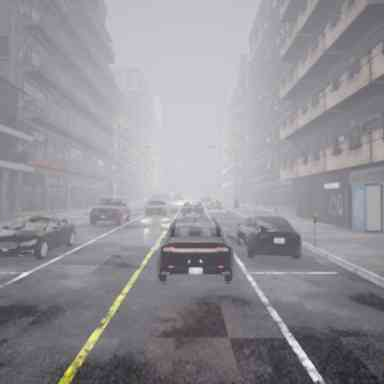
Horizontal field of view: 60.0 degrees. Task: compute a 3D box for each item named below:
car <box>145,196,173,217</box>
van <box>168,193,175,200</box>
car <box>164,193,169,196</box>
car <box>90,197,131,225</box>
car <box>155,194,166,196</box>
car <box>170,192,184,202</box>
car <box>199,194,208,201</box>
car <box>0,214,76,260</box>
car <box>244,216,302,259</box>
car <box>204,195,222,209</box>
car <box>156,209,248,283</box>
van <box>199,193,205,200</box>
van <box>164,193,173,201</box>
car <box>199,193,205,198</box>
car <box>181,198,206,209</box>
[{"bbox_3d":[-3.090,1.414,30.320,1.882,1.535,5.008,0,0,0],"label":"car"},{"bbox_3d":[-5.654,1.165,91.892,1.690,1.788,3.998,1,0,0],"label":"van"},{"bbox_3d":[-5.656,1.199,57.784,2.192,1.841,5.009,1,0,0],"label":"car"},{"bbox_3d":[-5.665,1.265,23.677,2.192,1.841,5.009,1,0,0],"label":"car"},{"bbox_3d":[-5.663,1.460,52.100,1.947,1.339,4.313,1,0,0],"label":"car"},{"bbox_3d":[-2.982,1.071,72.542,2.150,2.045,5.566,0,0,0],"label":"car"},{"bbox_3d":[2.727,1.283,80.580,1.967,1.590,4.097,1,0,0],"label":"car"},{"bbox_3d":[-5.673,1.524,12.308,2.008,1.369,4.403,1,0,0],"label":"car"},{"bbox_3d":[2.707,1.539,12.366,1.947,1.339,4.313,1,0,0],"label":"car"},{"bbox_3d":[2.715,1.441,40.958,1.752,1.417,4.829,1,0,0],"label":"car"},{"bbox_3d":[0.088,1.472,9.583,2.128,1.511,4.902,0,0,0],"label":"car"},{"bbox_3d":[2.732,1.165,91.950,1.690,1.788,3.998,1,0,0],"label":"van"},{"bbox_3d":[-5.651,1.184,80.522,1.690,1.788,3.998,1,0,0],"label":"van"},{"bbox_3d":[2.720,1.439,63.527,1.947,1.339,4.313,1,0,0],"label":"car"},{"bbox_3d":[0.106,1.534,32.063,1.895,1.301,4.718,0,0,0],"label":"car"}]
